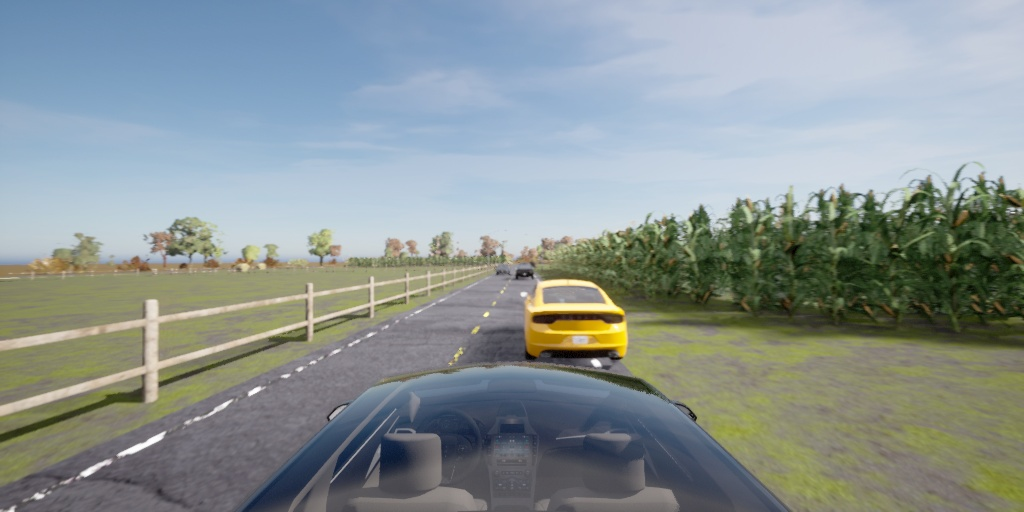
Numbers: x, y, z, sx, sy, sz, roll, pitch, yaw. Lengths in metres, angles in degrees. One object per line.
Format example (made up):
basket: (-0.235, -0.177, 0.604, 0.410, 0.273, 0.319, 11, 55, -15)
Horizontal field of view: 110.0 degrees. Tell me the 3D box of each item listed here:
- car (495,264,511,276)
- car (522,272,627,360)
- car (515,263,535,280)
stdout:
car: (-1.157, 1.829, 47.709, 1.837, 1.490, 4.892, 0, -1, 2)
car: (1.244, 1.303, 8.573, 1.882, 1.535, 5.008, 0, -1, 2)
car: (1.340, 1.661, 37.767, 1.882, 1.535, 5.008, 0, -1, 2)
